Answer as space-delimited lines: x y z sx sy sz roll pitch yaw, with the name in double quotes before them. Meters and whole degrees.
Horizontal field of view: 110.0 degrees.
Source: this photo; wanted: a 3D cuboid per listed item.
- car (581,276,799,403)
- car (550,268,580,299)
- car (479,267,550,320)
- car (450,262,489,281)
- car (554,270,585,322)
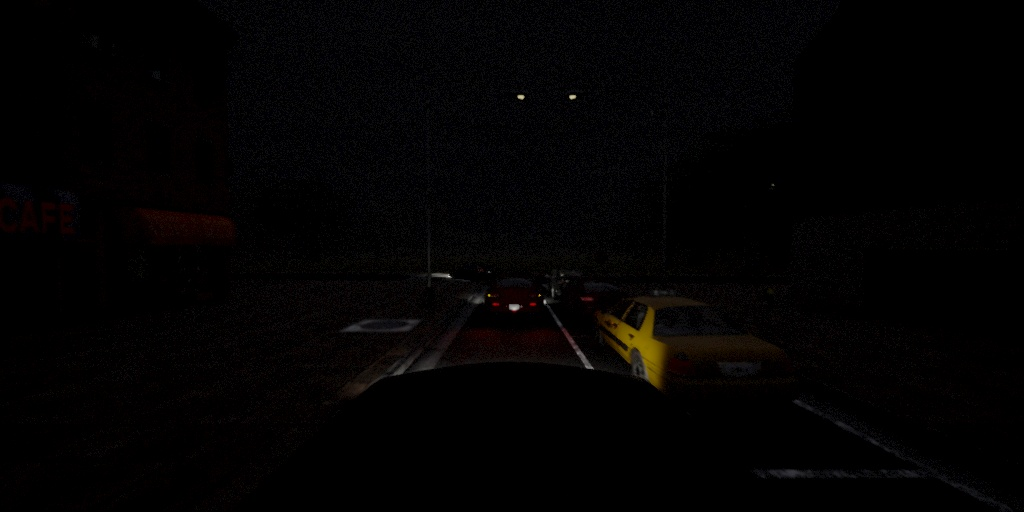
"car" 2.637 1.259 6.443 1.751 1.417 4.829 0 0 0
"car" 2.639 1.243 17.338 2.007 1.370 4.403 0 0 0
"car" 0.077 1.237 12.236 1.812 1.442 4.674 0 0 0
"car" -3.251 1.195 29.411 4.181 1.385 1.994 1 1 44
"car" 2.638 1.295 11.806 1.802 1.307 4.207 0 0 0
